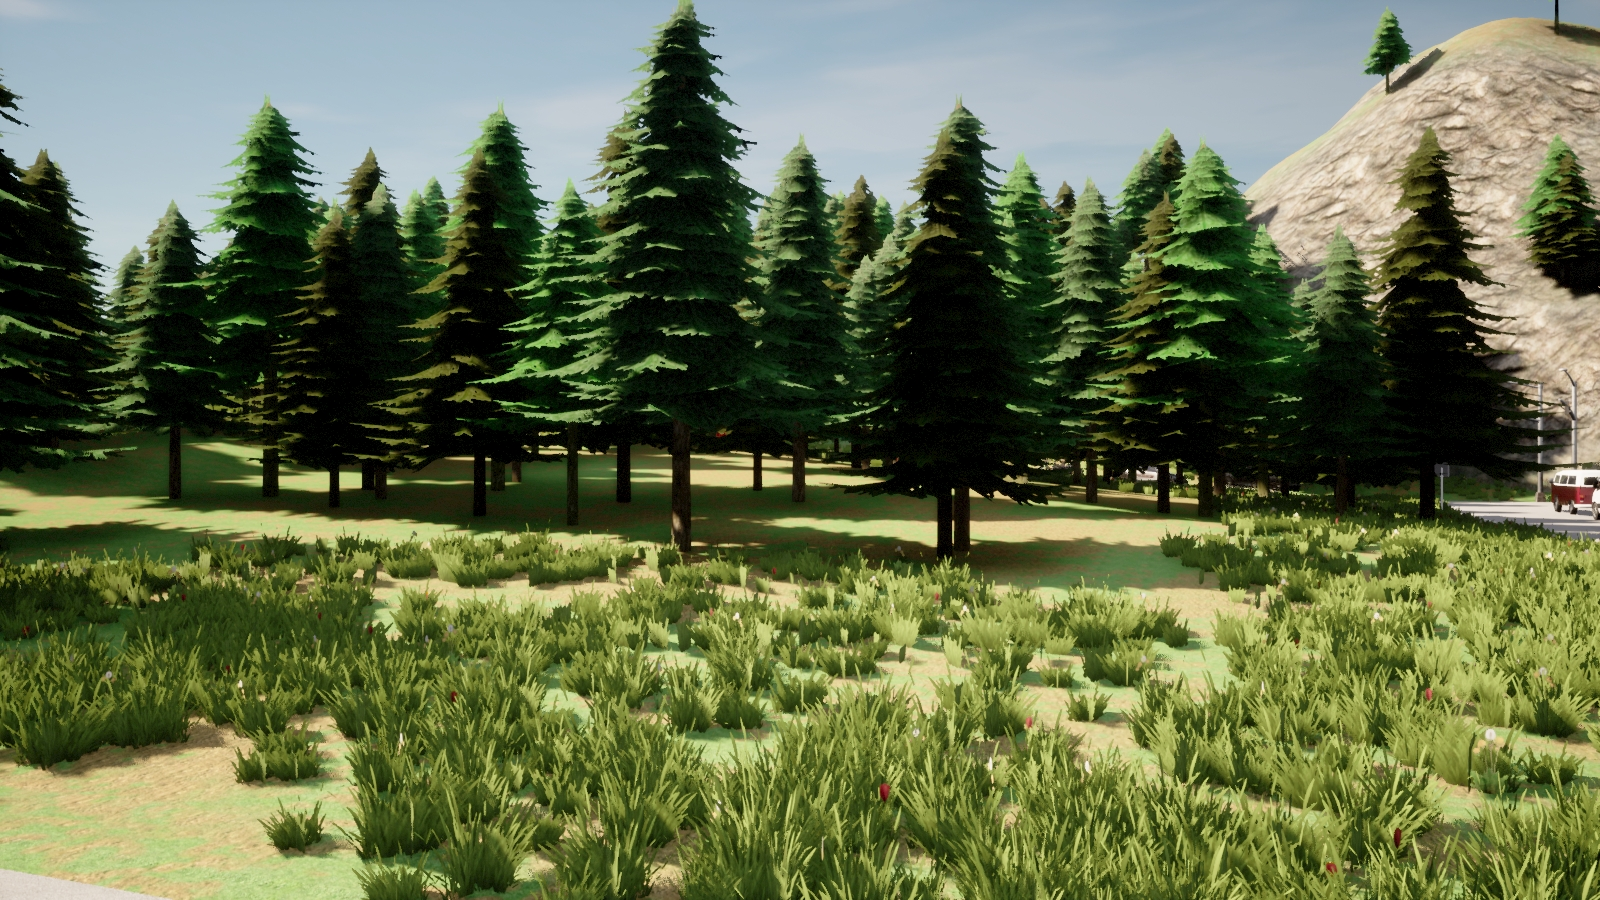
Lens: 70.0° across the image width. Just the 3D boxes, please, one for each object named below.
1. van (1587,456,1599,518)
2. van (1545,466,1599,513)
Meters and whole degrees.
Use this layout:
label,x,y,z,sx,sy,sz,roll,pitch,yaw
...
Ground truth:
label,x,y,z,sx,sy,sz,roll,pitch,yaw
van,33.726,1.534,45.978,1.988,2.561,5.915,0,0,20
van,36.159,1.782,52.642,2.069,2.038,4.480,0,0,20
